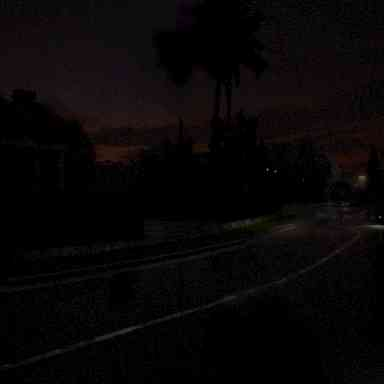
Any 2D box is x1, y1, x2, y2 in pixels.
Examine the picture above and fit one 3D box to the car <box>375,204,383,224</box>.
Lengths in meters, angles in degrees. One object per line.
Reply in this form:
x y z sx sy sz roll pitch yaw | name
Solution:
14.665 1.613 24.574 2.033 1.411 5.357 0 0 30 | car
